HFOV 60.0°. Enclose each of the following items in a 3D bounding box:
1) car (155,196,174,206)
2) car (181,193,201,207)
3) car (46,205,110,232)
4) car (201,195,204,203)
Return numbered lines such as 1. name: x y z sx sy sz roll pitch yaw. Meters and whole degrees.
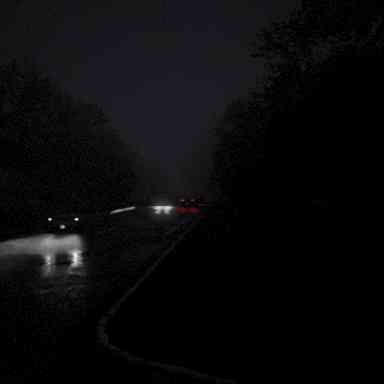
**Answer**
1. car: -3.667 1.176 44.801 1.994 1.385 4.181 0 0 6
2. car: -0.312 1.137 42.542 1.812 1.442 4.674 0 1 7
3. car: -6.416 1.462 19.288 1.895 1.301 4.718 0 1 6
4. car: 0.676 0.866 52.493 2.097 1.767 4.553 0 1 6
